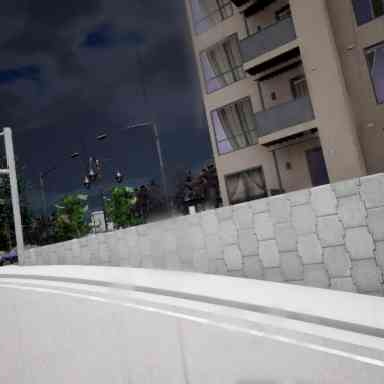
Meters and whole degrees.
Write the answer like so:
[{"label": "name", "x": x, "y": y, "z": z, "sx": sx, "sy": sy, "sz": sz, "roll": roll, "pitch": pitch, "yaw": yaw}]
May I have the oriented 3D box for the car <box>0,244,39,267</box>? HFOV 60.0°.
[{"label": "car", "x": -15.549, "y": 5.657, "z": 29.599, "sx": 2.097, "sy": 1.767, "sz": 4.553, "roll": -15, "pitch": -9, "yaw": 35}]
